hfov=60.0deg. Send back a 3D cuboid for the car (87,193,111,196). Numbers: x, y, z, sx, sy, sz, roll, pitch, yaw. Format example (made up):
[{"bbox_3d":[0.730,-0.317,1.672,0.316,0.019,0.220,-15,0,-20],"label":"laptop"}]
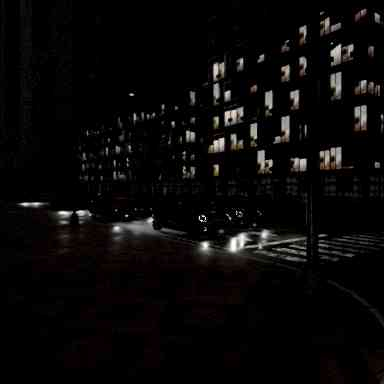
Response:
[{"bbox_3d":[-10.714,0.979,35.235,1.895,1.301,4.718,0,1,-38],"label":"car"}]

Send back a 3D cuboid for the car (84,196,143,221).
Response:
[{"bbox_3d":[-5.653,1.208,23.555,1.895,1.301,4.718,0,1,-38],"label":"car"}]

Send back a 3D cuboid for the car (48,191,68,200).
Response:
[{"bbox_3d":[-22.574,0.541,55.894,1.895,1.301,4.718,0,1,-38],"label":"car"}]

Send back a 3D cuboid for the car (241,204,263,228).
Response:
[{"bbox_3d":[1.911,1.104,19.227,2.097,1.767,4.553,0,1,-38],"label":"car"}]

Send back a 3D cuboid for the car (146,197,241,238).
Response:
[{"bbox_3d":[-0.075,1.124,16.497,2.097,1.767,4.553,0,1,-38],"label":"car"}]

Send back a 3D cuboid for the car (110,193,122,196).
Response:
[{"bbox_3d":[-9.201,0.842,38.876,1.837,1.490,4.892,0,1,-38],"label":"car"}]

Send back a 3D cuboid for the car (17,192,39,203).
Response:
[{"bbox_3d":[-21.800,0.691,44.218,1.994,1.385,4.181,0,1,-38],"label":"car"}]

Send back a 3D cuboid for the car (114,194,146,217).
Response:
[{"bbox_3d":[-4.034,1.123,26.746,2.033,1.411,5.357,0,1,-38],"label":"car"}]

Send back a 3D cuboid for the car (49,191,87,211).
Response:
[{"bbox_3d":[-12.095,0.920,31.733,1.837,1.490,4.892,0,2,-38],"label":"car"}]
